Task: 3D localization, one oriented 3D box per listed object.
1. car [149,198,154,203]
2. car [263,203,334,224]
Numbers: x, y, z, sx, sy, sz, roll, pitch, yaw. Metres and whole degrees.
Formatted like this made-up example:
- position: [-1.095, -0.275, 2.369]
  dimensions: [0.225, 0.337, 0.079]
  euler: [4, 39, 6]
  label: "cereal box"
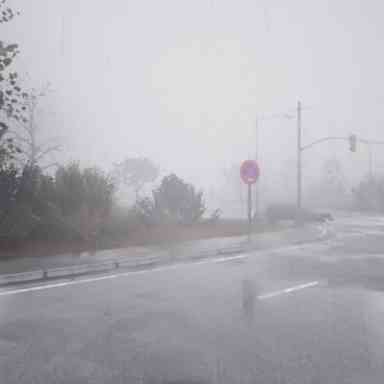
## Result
- position: [-5.176, 1.460, 45.480]
  dimensions: [2.033, 1.411, 5.357]
  euler: [0, 1, -33]
  label: "car"
- position: [7.798, 1.528, 24.978]
  dimensions: [2.033, 1.411, 5.357]
  euler: [0, 0, -32]
  label: "car"
